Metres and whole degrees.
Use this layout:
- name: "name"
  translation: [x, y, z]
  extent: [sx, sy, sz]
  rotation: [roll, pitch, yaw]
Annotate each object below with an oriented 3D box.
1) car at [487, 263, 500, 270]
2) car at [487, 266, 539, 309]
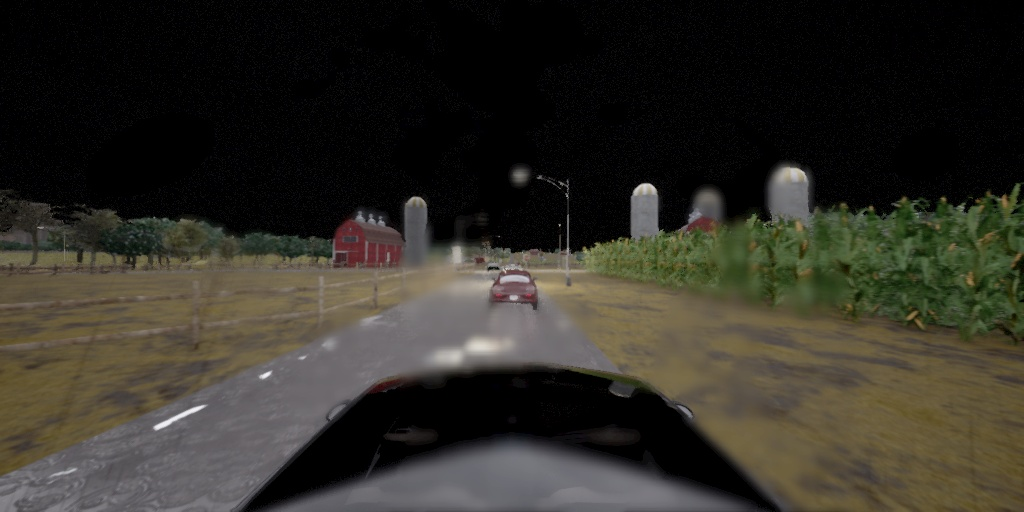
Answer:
- name: "car"
  translation: [-2.730, 1.645, 52.518]
  extent: [1.895, 1.301, 4.718]
  rotation: [0, -1, -4]
- name: "car"
  translation: [0.099, 1.296, 14.824]
  extent: [1.812, 1.442, 4.674]
  rotation: [0, 0, 0]
